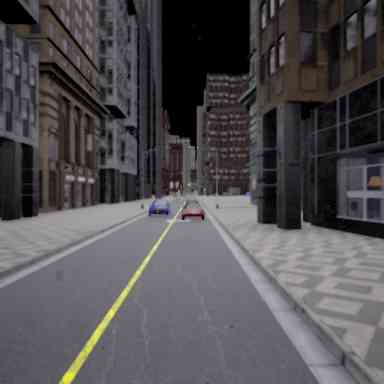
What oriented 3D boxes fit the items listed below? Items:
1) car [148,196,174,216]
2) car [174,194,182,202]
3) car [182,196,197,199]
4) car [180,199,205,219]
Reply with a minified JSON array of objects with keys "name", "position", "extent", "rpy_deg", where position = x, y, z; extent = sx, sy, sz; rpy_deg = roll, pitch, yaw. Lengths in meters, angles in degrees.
[{"name":"car","position":[-3.090,1.499,32.604],"extent":[1.882,1.535,5.008],"rpy_deg":[0,0,0]},{"name":"car","position":[-3.000,1.282,74.279],"extent":[2.097,1.767,4.553],"rpy_deg":[0,0,0]},{"name":"car","position":[0.018,1.497,48.847],"extent":[2.128,1.511,4.902],"rpy_deg":[0,0,0]},{"name":"car","position":[0.094,1.587,29.295],"extent":[1.994,1.385,4.181],"rpy_deg":[0,0,0]}]
